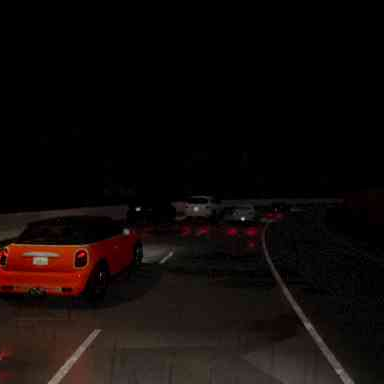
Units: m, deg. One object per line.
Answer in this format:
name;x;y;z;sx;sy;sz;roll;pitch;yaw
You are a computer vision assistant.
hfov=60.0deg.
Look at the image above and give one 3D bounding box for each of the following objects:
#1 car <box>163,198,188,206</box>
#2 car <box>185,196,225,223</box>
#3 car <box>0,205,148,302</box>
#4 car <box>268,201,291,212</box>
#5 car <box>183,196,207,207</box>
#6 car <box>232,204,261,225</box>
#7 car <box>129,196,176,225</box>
car;-2.896;1.834;59.311;1.895;1.301;4.718;0;0;34
car;1.128;1.336;27.245;2.150;2.045;5.566;0;0;18
car;-2.751;1.378;8.598;2.097;1.767;4.553;0;0;5
car;11.016;1.803;41.411;1.895;1.301;4.718;0;0;28
car;0.587;1.591;58.201;2.097;1.767;4.553;0;0;34
car;4.171;1.641;25.181;1.812;1.442;4.674;0;0;16
car;-3.013;1.317;25.637;2.150;2.045;5.566;0;0;16
